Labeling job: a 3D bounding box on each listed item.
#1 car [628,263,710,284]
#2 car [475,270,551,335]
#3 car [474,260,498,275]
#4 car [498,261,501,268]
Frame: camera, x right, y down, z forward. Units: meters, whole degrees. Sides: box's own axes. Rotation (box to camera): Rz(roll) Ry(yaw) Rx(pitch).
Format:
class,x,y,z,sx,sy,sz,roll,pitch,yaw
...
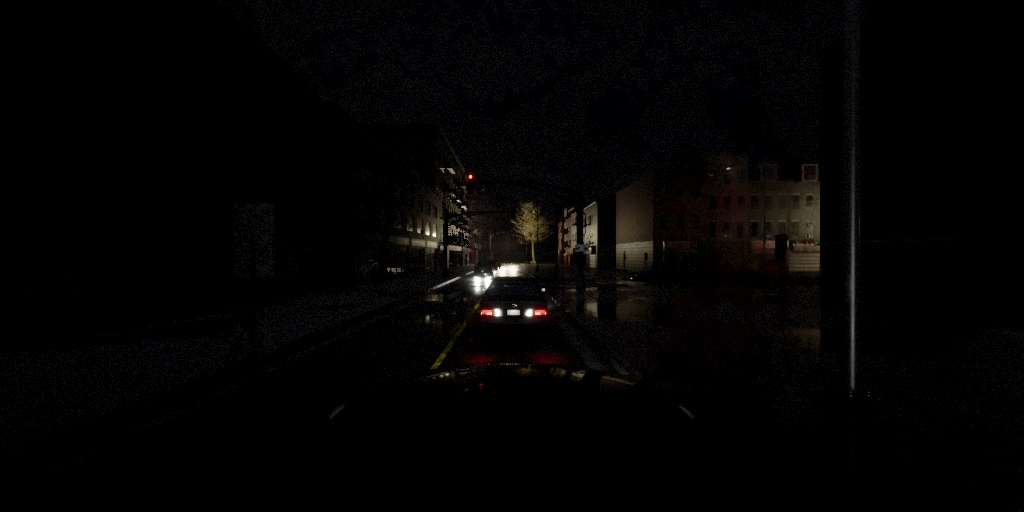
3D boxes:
class,x,y,z,sx,sy,sz,roll,pitch,yaw
car,11.333,1.226,26.048,5.357,1.411,2.033,0,0,0
car,0.046,1.297,10.448,2.033,1.411,5.357,0,0,0
car,-2.917,1.250,37.946,2.128,1.511,4.902,0,0,0
car,-2.943,1.332,49.216,1.994,1.385,4.181,0,0,0
